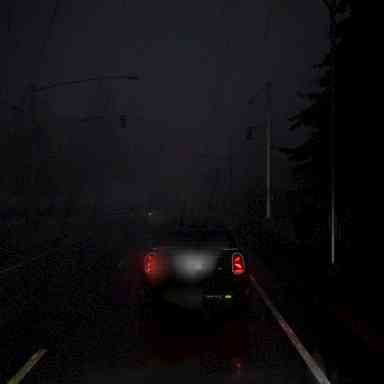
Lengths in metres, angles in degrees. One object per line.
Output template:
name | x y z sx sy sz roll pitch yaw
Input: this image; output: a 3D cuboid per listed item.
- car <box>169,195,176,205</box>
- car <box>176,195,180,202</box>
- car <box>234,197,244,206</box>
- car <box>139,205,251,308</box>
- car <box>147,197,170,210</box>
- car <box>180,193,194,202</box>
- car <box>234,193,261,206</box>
car | -4.040 1.496 53.360 1.812 1.442 4.674 0 0 0
car | -4.119 1.474 69.421 1.837 1.490 4.892 0 0 -1
car | 8.919 1.144 48.784 4.605 1.855 1.932 0 0 -1
car | 0.072 1.352 8.071 2.097 1.767 4.553 0 0 1
car | -3.958 1.534 38.590 1.994 1.385 4.181 0 0 0
car | -0.835 1.555 73.435 1.895 1.301 4.718 0 0 -7
car | 8.508 1.146 51.295 3.866 1.878 1.905 0 0 -1
